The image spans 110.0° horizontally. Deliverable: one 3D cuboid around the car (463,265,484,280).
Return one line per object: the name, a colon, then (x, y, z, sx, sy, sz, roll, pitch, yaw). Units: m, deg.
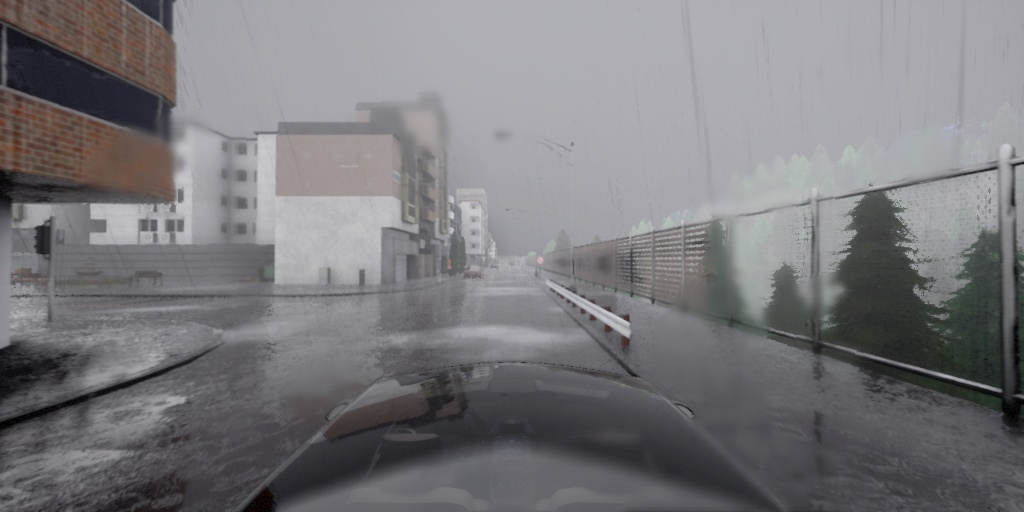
car: (-4.004, 1.716, 37.856, 1.882, 1.535, 5.008, 0, 0, 0)
